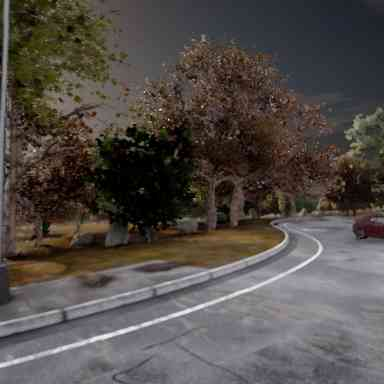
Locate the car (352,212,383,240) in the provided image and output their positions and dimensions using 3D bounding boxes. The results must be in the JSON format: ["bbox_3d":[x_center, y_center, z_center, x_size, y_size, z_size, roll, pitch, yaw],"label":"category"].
[{"bbox_3d":[10.316,1.892,17.004,1.812,1.442,4.674,1,0,-15],"label":"car"}]
